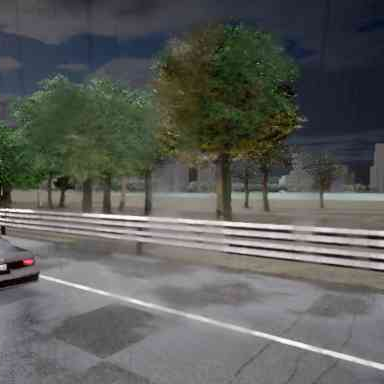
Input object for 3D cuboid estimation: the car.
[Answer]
[{"bbox_3d":[-5.860,1.563,8.118,5.357,1.411,2.033,0,0,36],"label":"car"}]
